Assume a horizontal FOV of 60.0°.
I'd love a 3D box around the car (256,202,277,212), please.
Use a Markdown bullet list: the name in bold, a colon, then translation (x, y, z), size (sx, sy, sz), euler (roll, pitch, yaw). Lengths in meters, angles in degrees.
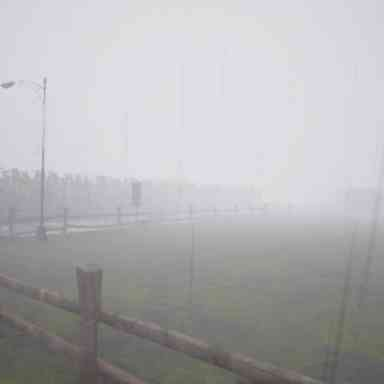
- **car**: translation (11.605, 2.309, 51.707), size (1.882, 1.535, 5.008), euler (0, -1, 36)
